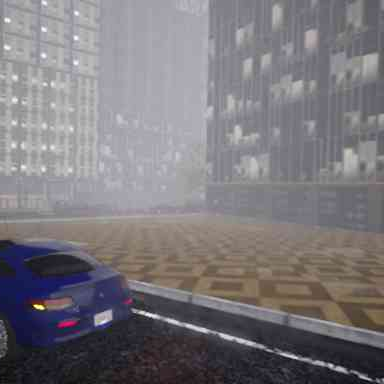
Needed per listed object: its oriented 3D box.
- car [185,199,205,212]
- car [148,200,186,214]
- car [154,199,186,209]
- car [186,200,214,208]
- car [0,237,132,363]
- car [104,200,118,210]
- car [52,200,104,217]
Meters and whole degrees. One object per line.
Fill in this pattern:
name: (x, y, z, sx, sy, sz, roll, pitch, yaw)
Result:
car: (1.114, 1.883, 46.657, 5.009, 1.841, 2.192, 0, 1, -34)
car: (-3.568, 2.074, 43.459, 4.507, 1.381, 1.887, 0, 1, -34)
car: (-3.479, 1.915, 53.067, 4.829, 1.417, 1.752, 0, 1, -34)
car: (1.339, 1.995, 56.365, 4.313, 1.339, 1.947, 0, 1, -34)
car: (-3.079, 1.545, 5.873, 4.674, 1.442, 1.812, 0, 0, 36)
car: (-12.696, 1.865, 46.760, 4.403, 1.369, 2.008, 0, 1, -34)
car: (-12.920, 1.768, 37.052, 5.009, 1.841, 2.192, 0, 1, -34)
